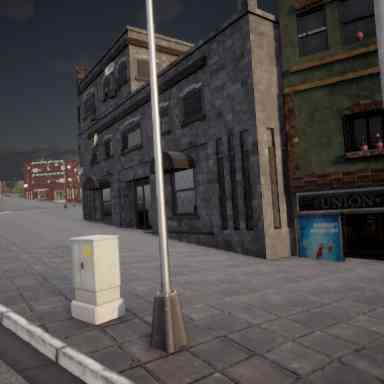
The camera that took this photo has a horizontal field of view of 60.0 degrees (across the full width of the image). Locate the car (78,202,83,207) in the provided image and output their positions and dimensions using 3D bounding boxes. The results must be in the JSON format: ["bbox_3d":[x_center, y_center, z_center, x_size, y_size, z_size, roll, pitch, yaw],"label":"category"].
[{"bbox_3d":[-24.699,2.870,76.765,2.128,1.511,4.902,-4,-2,5],"label":"car"}]
